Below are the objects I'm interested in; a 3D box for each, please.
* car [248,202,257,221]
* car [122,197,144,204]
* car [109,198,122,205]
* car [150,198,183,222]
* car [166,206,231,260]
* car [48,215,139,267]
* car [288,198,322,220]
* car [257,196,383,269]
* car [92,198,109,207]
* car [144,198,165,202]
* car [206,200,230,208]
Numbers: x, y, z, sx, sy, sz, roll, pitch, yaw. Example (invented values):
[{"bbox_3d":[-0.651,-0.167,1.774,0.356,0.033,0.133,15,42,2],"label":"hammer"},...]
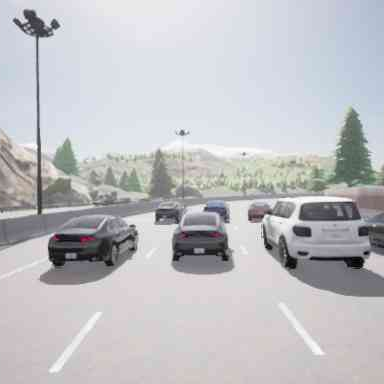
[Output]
[{"bbox_3d":[5.443,1.474,26.542,1.994,1.385,4.181,-1,0,9],"label":"car"},{"bbox_3d":[-8.989,1.681,55.536,2.033,1.411,5.357,-1,0,19],"label":"car"},{"bbox_3d":[-11.786,1.681,58.019,1.837,1.490,4.892,-1,0,20],"label":"car"},{"bbox_3d":[-1.615,1.528,26.744,1.837,1.490,4.892,-1,0,9],"label":"car"},{"bbox_3d":[0.365,1.499,12.396,1.837,1.490,4.892,-1,0,4],"label":"car"},{"bbox_3d":[-3.188,1.551,11.597,1.837,1.490,4.892,-1,-1,4],"label":"car"},{"bbox_3d":[9.092,1.330,27.151,1.882,1.535,5.008,-1,0,10],"label":"car"},{"bbox_3d":[3.768,1.162,11.099,2.150,2.045,5.566,-1,0,3],"label":"car"},{"bbox_3d":[-15.353,1.782,58.580,2.033,1.411,5.357,-1,0,19],"label":"car"},{"bbox_3d":[-5.361,1.624,55.271,2.033,1.411,5.357,-1,0,20],"label":"car"},{"bbox_3d":[2.108,1.440,27.824,1.882,1.535,5.008,-1,0,10],"label":"car"}]
